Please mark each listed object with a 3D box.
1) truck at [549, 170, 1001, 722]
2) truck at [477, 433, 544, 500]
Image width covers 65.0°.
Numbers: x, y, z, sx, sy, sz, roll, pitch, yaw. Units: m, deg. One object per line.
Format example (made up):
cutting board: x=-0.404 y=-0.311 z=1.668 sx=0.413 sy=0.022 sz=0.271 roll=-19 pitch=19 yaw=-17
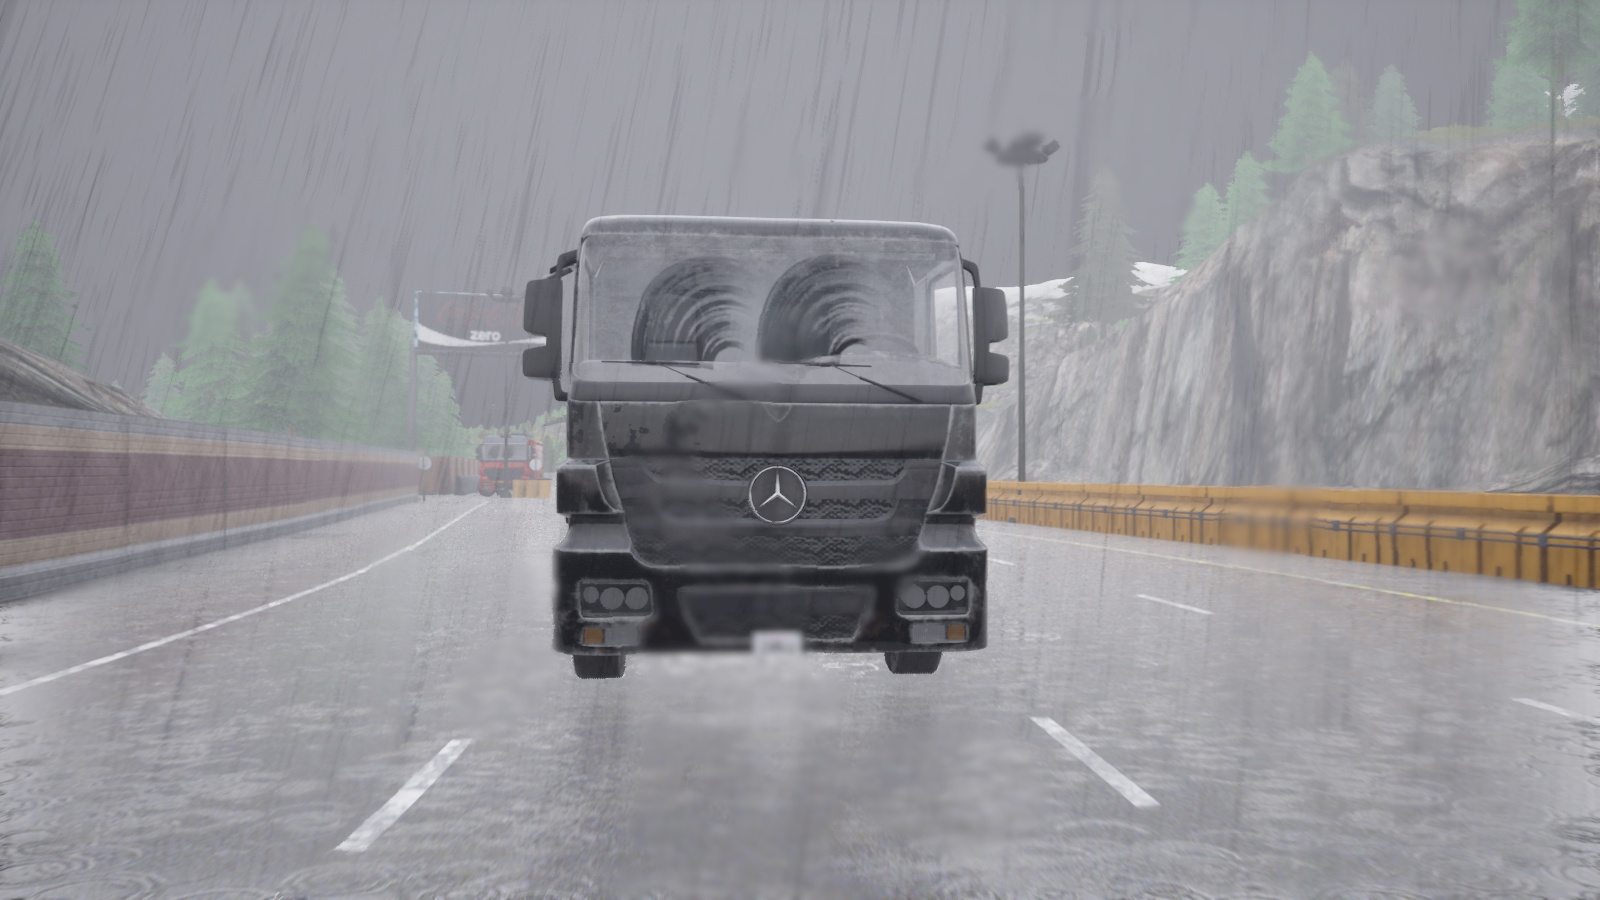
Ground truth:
truck: x=-0.556 y=0.036 z=11.974 sx=2.891 sy=3.462 sz=7.936 roll=0 pitch=-1 yaw=-6
truck: x=-17.430 y=0.997 z=76.188 sx=2.891 sy=3.827 sz=8.468 roll=-1 pitch=-1 yaw=-6
